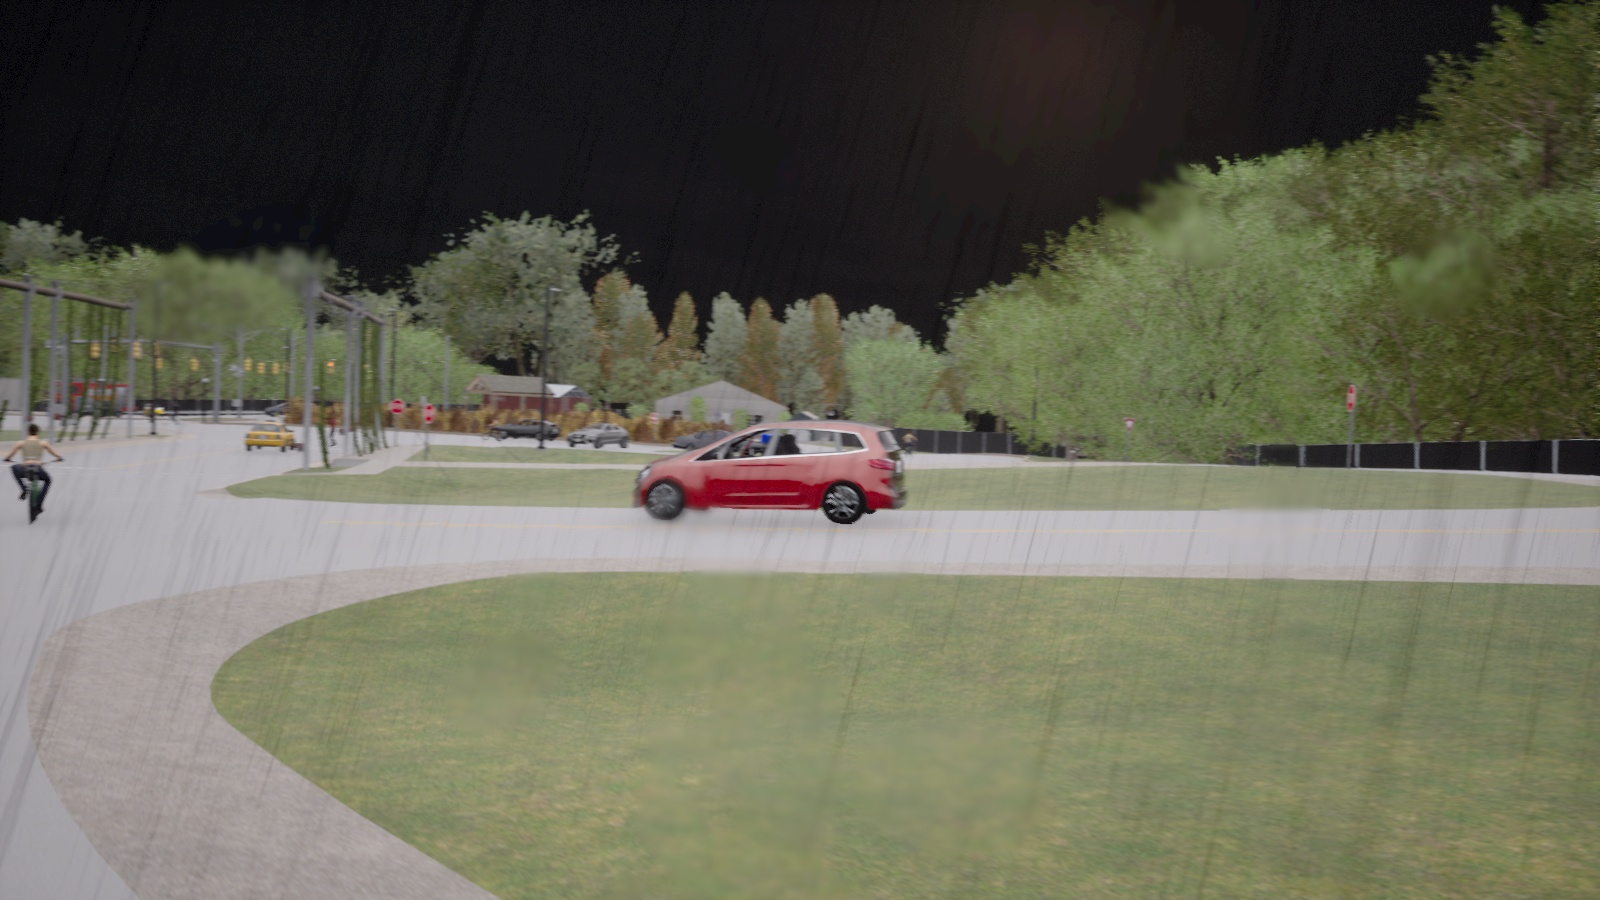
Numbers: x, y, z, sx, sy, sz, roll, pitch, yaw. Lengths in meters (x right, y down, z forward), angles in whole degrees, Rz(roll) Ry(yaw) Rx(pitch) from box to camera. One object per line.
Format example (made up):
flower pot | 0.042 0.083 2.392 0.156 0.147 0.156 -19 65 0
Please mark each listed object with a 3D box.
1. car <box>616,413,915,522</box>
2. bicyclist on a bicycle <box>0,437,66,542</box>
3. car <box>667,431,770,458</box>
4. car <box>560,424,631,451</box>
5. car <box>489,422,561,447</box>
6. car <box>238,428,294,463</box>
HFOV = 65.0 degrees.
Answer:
car | -0.505 0.269 21.147 4.611 1.667 2.242 -1 2 12
bicyclist on a bicycle | -12.434 0.608 20.339 0.866 1.612 1.509 -1 1 -28
car | -4.530 -0.330 70.269 5.357 1.411 2.033 1 1 13
car | -13.122 -0.848 80.955 2.152 1.651 5.027 2 2 22
car | -19.323 -1.129 88.229 4.514 1.525 2.007 2 3 16
car | -26.414 -0.268 62.261 1.801 1.575 5.366 1 1 -15
